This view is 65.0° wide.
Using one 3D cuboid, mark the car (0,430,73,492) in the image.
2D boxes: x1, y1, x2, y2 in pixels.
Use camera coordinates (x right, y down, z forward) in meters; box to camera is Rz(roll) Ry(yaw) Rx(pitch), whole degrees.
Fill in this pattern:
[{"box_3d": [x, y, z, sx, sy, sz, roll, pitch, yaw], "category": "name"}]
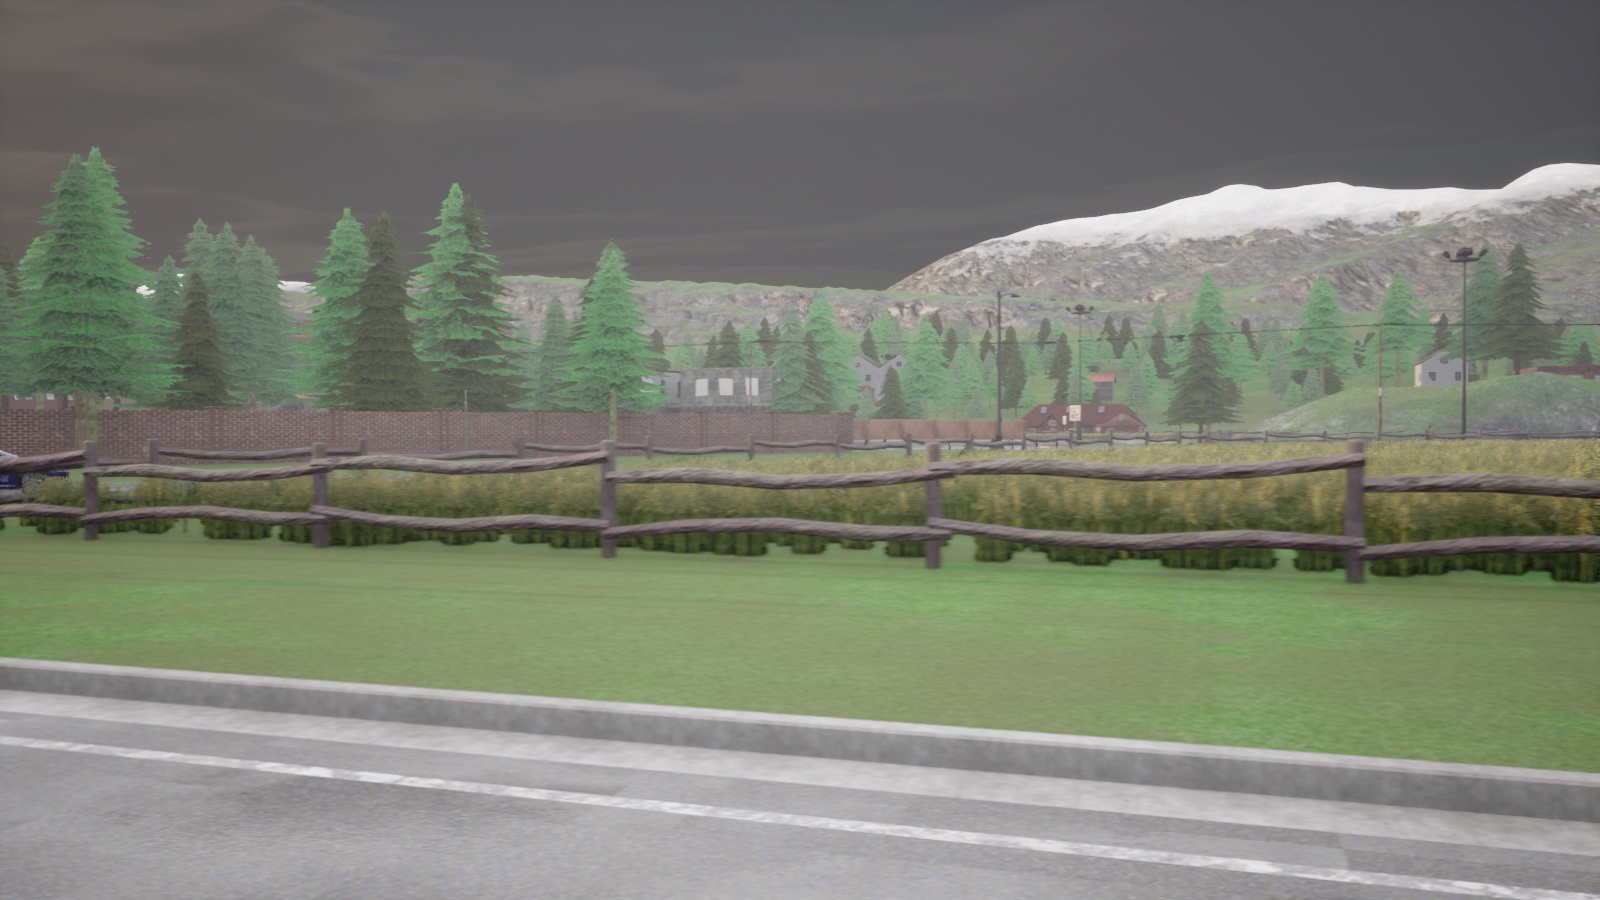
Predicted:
[{"box_3d": [-20.738, 0.253, 30.941, 4.792, 1.488, 2.163, 0, 1, -33], "category": "car"}]
